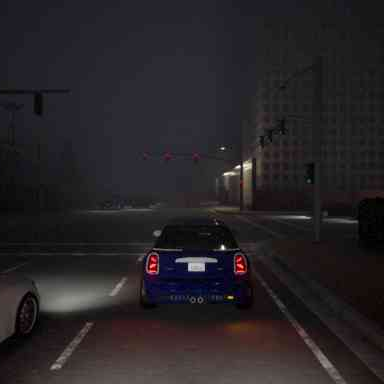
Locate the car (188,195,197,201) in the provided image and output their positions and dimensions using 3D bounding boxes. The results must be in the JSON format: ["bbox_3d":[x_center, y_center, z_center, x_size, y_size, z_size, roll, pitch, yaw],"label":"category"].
[{"bbox_3d":[0.132,1.538,83.814,2.033,1.411,5.357,0,0,0],"label":"car"}]

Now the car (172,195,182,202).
[{"bbox_3d":[-3.384,1.468,73.501,1.882,1.535,5.008,0,0,0],"label":"car"}]

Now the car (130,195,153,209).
[{"bbox_3d":[-7.012,1.525,46.301,1.812,1.442,4.674,0,0,0],"label":"car"}]

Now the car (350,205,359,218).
[{"bbox_3d":[15.844,1.560,26.915,4.892,1.490,1.837,0,0,0],"label":"car"}]

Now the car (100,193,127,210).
[{"bbox_3d":[-10.521,1.221,44.067,2.150,2.045,5.566,0,0,0],"label":"car"}]

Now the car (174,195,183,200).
[{"bbox_3d":[-3.368,1.421,83.754,1.895,1.301,4.718,0,0,0],"label":"car"}]

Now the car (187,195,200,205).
[{"bbox_3d":[0.194,1.351,56.475,2.097,1.767,4.553,0,0,0],"label":"car"}]

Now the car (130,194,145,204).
[{"bbox_3d":[-10.449,1.351,63.619,2.097,1.767,4.553,0,0,1],"label":"car"}]

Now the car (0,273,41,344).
[{"bbox_3d":[-3.433,1.526,3.599,1.812,1.442,4.674,0,0,1],"label":"car"}]

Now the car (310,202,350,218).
[{"bbox_3d":[12.999,1.619,30.415,4.181,1.385,1.994,0,0,0],"label":"car"}]

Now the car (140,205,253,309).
[{"bbox_3d":[0.095,1.352,8.032,2.097,1.767,4.553,0,0,0],"label":"car"}]

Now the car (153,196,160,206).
[{"bbox_3d":[-6.993,1.504,55.195,1.837,1.490,4.892,0,0,0],"label":"car"}]

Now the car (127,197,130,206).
[{"bbox_3d":[-10.500,1.477,53.839,1.882,1.535,5.008,0,0,0],"label":"car"}]

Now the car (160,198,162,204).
[{"bbox_3d":[-6.940,1.563,65.241,1.994,1.385,4.181,0,0,0],"label":"car"}]
